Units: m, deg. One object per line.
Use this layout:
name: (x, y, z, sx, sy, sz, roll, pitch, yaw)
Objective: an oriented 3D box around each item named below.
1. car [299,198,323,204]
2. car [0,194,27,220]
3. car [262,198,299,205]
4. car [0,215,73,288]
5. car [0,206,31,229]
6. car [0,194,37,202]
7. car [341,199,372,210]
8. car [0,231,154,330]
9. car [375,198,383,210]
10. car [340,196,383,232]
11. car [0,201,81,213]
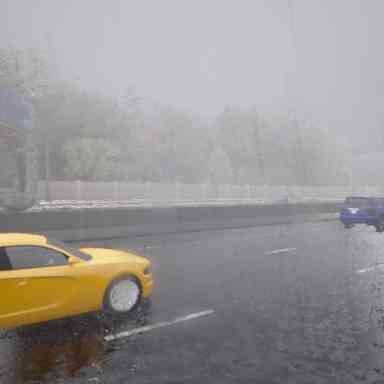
car: (18.056, 1.611, 51.175, 5.357, 1.411, 2.033, 0, 0, -35)
car: (-16.499, 1.220, 26.602, 5.566, 2.045, 2.150, 0, 0, -36)
car: (10.811, 1.540, 41.754, 4.892, 1.490, 1.837, 0, 0, -35)
car: (-5.754, 1.491, 8.236, 4.902, 1.511, 2.128, 0, 0, -35)
car: (-12.753, 1.600, 20.687, 4.718, 1.301, 1.895, 0, 0, -35)
car: (-13.990, 1.221, 24.104, 5.566, 2.045, 2.150, 0, 0, -35)
car: (22.749, 1.630, 45.936, 4.181, 1.385, 1.994, 0, 0, -35)
car: (-3.073, 1.477, 5.851, 5.008, 1.535, 1.882, 0, 0, -35)
car: (26.910, 1.565, 44.604, 4.902, 1.511, 2.128, 0, 0, -35)
car: (11.345, 1.236, 20.424, 5.566, 2.045, 2.150, 0, 0, -35)
car: (-8.611, 1.491, 19.341, 4.902, 1.511, 2.128, 0, 0, -35)
